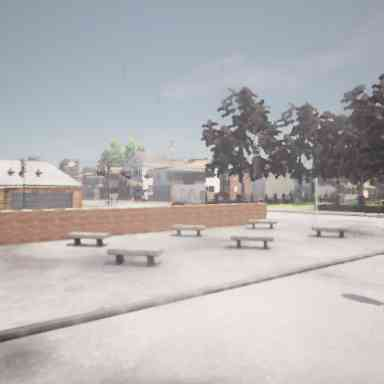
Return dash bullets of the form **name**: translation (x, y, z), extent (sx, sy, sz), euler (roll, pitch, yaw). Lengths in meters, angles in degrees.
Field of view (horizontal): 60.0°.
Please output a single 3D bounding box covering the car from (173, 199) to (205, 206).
- **car**: translation (-0.520, 1.506, 40.518), extent (2.033, 1.411, 5.357), euler (0, 0, -35)
